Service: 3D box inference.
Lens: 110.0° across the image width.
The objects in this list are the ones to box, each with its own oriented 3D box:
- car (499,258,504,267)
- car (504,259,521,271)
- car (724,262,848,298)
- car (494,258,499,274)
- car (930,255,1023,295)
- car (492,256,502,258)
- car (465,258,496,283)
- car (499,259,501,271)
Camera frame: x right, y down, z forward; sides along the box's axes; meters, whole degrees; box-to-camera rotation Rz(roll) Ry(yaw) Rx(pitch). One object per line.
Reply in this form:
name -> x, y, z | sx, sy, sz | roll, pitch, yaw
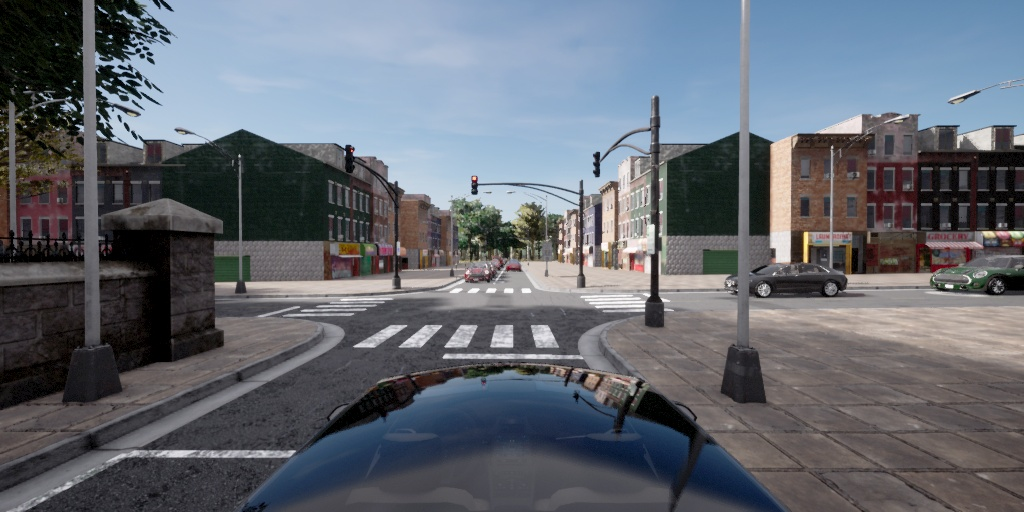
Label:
car -> -2.483, 1.329, 49.835 | 1.888, 1.381, 4.507 | 0, 0, 0
car -> 0.257, 1.348, 50.025 | 1.994, 1.385, 4.181 | 0, 0, 0
car -> 12.322, 1.046, 16.316 | 4.892, 1.490, 1.837 | -1, 1, 0
car -> -2.537, 1.204, 33.532 | 1.967, 1.591, 4.097 | 0, 0, 0
car -> 22.100, 0.763, 16.280 | 4.553, 1.767, 2.097 | -1, 1, 0
car -> -2.832, 1.259, 60.907 | 1.801, 1.575, 5.366 | 0, 0, 0
car -> -2.555, 1.199, 28.097 | 1.967, 1.591, 4.097 | 0, 0, 0
car -> -2.519, 1.335, 38.966 | 1.948, 1.339, 4.313 | 0, 0, 0
